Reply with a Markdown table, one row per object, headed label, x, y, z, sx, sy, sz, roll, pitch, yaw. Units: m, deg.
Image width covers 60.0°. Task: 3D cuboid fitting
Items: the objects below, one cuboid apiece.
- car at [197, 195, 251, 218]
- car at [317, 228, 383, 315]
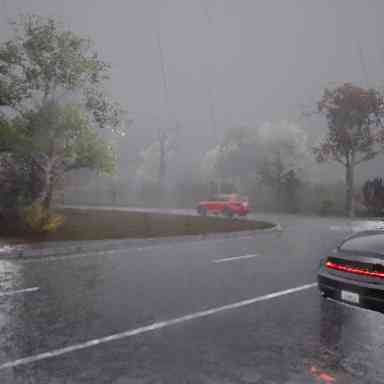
| label | x | y | z | sx | sy | sz | roll | pitch | yaw |
| --- | --- | --- | --- | --- | --- | --- | --- | --- | --- |
| car | 2.867 | 1.255 | 30.771 | 2.150 | 2.045 | 5.566 | 0 | 0 | -40 |
| car | 4.631 | 1.517 | 7.009 | 4.892 | 1.490 | 1.837 | 0 | 0 | -36 |
